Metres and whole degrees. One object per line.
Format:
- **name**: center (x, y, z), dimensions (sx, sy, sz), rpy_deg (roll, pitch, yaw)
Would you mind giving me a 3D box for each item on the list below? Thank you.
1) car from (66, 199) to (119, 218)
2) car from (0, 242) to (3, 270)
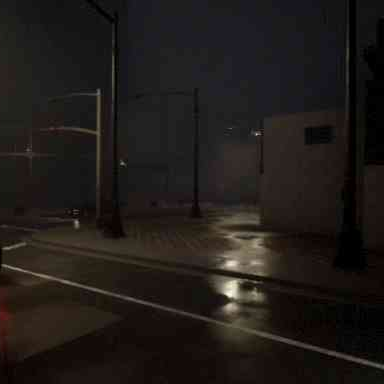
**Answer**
- **car**: center (-8.677, 1.420, 29.260), dimensions (1.837, 1.490, 4.892), rpy_deg (0, 0, 36)
- **car**: center (-6.939, 1.493, 9.123), dimensions (4.892, 1.490, 1.837), rpy_deg (0, 0, 39)
